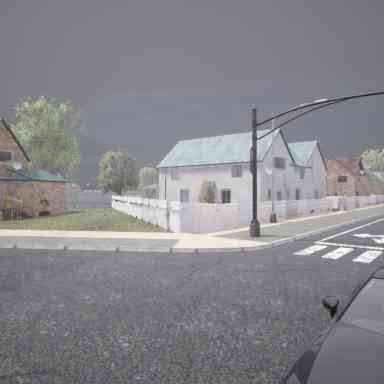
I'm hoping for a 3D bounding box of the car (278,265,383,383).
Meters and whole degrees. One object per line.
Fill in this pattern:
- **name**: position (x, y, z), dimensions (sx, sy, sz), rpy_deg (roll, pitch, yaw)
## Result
- **car**: position (2.520, 1.524, 3.395), dimensions (1.812, 1.442, 4.674), rpy_deg (0, 0, 42)
